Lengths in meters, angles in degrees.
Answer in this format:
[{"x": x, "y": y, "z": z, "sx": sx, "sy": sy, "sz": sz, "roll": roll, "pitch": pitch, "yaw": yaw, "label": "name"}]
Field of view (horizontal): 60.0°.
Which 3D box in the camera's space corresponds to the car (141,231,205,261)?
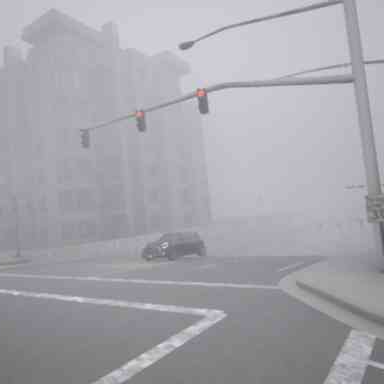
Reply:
[{"x": -1.109, "y": 3.294, "z": 20.905, "sx": 2.097, "sy": 1.767, "sz": 4.553, "roll": -8, "pitch": -10, "yaw": 35, "label": "car"}]
